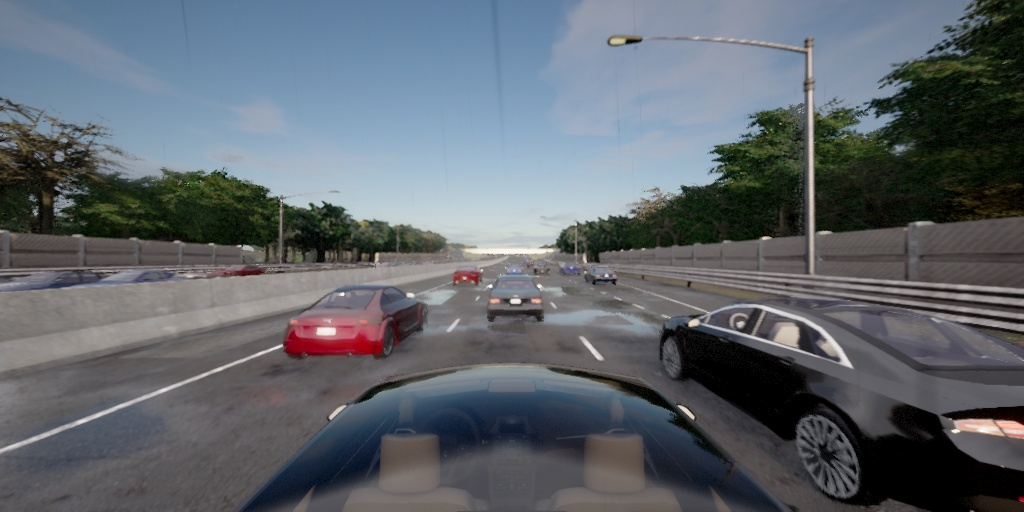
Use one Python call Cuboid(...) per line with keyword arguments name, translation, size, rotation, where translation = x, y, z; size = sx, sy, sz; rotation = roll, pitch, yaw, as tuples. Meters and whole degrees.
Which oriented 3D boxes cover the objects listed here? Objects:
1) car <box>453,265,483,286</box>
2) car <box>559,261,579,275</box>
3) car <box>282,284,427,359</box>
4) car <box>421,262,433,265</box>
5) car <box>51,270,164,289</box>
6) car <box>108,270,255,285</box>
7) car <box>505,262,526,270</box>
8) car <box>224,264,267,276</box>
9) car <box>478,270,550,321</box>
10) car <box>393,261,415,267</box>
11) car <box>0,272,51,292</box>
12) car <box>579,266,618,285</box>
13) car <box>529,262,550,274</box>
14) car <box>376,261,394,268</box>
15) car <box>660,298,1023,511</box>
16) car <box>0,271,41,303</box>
Cuboid(name="car", translation=(-3.330, 1.440, 27.824), size=(1.882, 1.535, 5.008), rotation=(0, -1, 0))
Cuboid(name="car", translation=(7.271, 1.488, 45.675), size=(2.097, 1.767, 4.553), rotation=(0, -1, 1))
Cuboid(name="car", translation=(-3.393, 1.365, 8.565), size=(1.994, 1.385, 4.181), rotation=(0, 0, 0))
Cuboid(name="car", translation=(-13.715, 1.741, 58.645), size=(1.882, 1.535, 5.008), rotation=(0, 0, 1))
Cuboid(name="car", translation=(-17.574, 1.392, 16.782), size=(1.812, 1.442, 4.674), rotation=(0, 0, 0))
Cuboid(name="car", translation=(-14.078, 1.459, 15.795), size=(1.895, 1.301, 4.718), rotation=(0, 0, 0))
Cuboid(name="car", translation=(0.250, 1.627, 40.083), size=(2.033, 1.411, 5.357), rotation=(0, -1, 0))
Cuboid(name="car", translation=(-24.428, 1.480, 32.294), size=(1.882, 1.535, 5.008), rotation=(0, -1, 0))
Cuboid(name="car", translation=(0.115, 1.383, 12.899), size=(2.033, 1.411, 5.357), rotation=(0, 0, 0))
Cuboid(name="car", translation=(-17.208, 1.758, 59.061), size=(2.128, 1.511, 4.902), rotation=(0, 0, 1))
Cuboid(name="car", translation=(-21.076, 1.414, 16.767), size=(2.033, 1.411, 5.357), rotation=(0, 0, 0))
Cuboid(name="car", translation=(6.975, 1.519, 28.648), size=(2.033, 1.411, 5.357), rotation=(0, -1, 2))
Cuboid(name="car", translation=(3.692, 1.622, 45.164), size=(2.128, 1.511, 4.902), rotation=(0, -1, 1))
Cuboid(name="car", translation=(-20.702, 1.790, 58.856), size=(1.812, 1.442, 4.674), rotation=(0, -1, 1))
Cuboid(name="car", translation=(3.500, 1.261, 4.376), size=(2.128, 1.511, 4.902), rotation=(0, 0, 0))
Cuboid(name="car", translation=(-23.832, 1.419, 15.328), size=(1.994, 1.385, 4.181), rotation=(0, 0, -3))
